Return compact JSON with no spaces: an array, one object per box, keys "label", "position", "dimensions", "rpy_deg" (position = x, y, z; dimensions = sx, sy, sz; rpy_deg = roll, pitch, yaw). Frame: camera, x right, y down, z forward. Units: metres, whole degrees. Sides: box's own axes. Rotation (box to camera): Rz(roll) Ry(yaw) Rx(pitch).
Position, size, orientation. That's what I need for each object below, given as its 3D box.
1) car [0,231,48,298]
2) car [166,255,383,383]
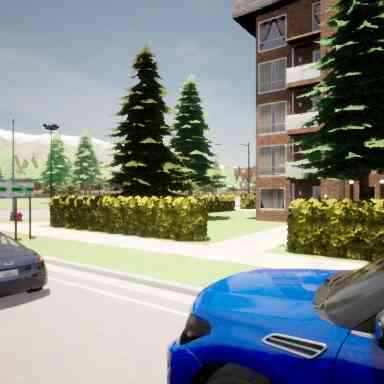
[{"label":"car","position":[-5.207,1.563,7.672],"dimensions":[4.181,1.385,1.994],"rpy_deg":[0,0,36]},{"label":"car","position":[2.411,1.222,2.270],"dimensions":[5.566,2.045,2.150],"rpy_deg":[0,0,36]}]
